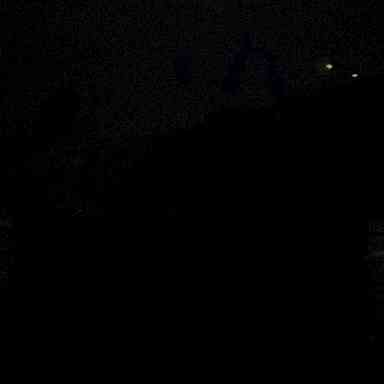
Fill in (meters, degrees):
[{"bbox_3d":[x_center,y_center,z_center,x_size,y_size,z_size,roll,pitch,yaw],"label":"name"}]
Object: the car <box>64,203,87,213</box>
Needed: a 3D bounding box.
[{"bbox_3d":[-15.293,2.034,43.554,1.895,1.301,4.718,-2,0,-35],"label":"car"}]
